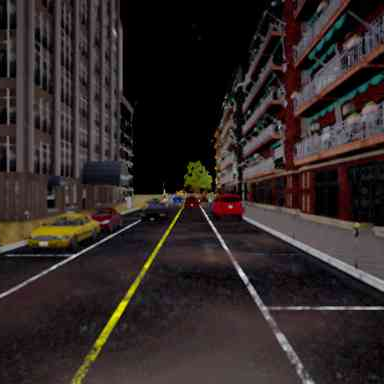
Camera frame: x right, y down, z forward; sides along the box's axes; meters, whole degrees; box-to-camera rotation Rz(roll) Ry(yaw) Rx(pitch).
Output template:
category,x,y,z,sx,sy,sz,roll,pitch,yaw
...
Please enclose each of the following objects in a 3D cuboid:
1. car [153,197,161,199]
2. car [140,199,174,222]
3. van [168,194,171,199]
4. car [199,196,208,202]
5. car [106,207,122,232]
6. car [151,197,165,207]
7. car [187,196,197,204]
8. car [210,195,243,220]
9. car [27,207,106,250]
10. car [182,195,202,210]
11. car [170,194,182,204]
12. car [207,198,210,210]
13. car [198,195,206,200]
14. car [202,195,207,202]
category,x,y,z,sx,sy,sz,roll,pitch,yaw
car,-5.317,1.551,41.995,1.752,1.417,4.829,0,0,0
car,-2.853,1.566,26.592,2.033,1.411,5.357,0,0,0
van,-5.353,1.389,86.428,1.690,1.788,3.998,0,0,0
car,2.559,1.594,75.325,2.008,1.369,4.403,0,0,0
car,-5.315,1.596,20.033,1.802,1.307,4.206,0,0,0
car,-5.319,1.557,53.061,1.752,1.417,4.829,0,0,0
car,-0.006,1.543,65.376,1.812,1.442,4.674,0,0,0
car,2.978,1.247,28.379,2.150,2.045,5.566,0,0,0
car,-5.314,1.536,14.330,1.752,1.417,4.829,0,0,0
car,-0.002,1.484,44.155,1.882,1.535,5.008,0,0,0
car,-2.765,1.516,66.714,1.882,1.535,5.008,0,0,0
car,2.984,1.375,35.319,2.097,1.767,4.553,0,0,0
car,2.655,1.601,91.903,2.008,1.369,4.403,0,0,0
car,2.560,1.622,69.798,1.802,1.307,4.206,0,0,0
